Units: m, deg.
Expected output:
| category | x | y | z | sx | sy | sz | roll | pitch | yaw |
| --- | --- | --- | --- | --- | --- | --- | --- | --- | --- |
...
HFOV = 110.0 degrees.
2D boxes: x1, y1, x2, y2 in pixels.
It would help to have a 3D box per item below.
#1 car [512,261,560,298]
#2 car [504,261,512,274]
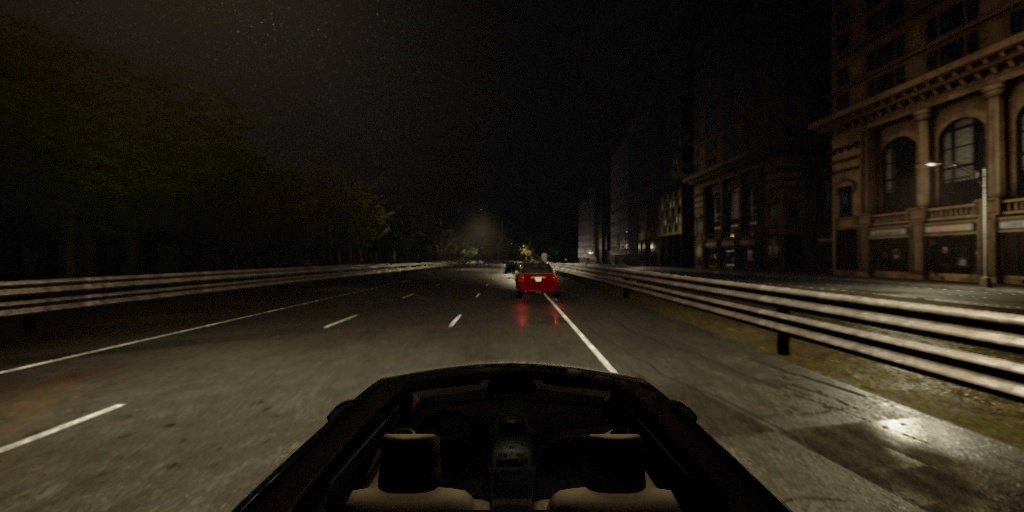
| category | x | y | z | sx | sy | sz | roll | pitch | yaw |
| --- | --- | --- | --- | --- | --- | --- | --- | --- | --- |
| car | 1.218 | 1.126 | 18.692 | 2.097 | 1.767 | 4.553 | 0 | 0 | 0 |
| car | 0.050 | 1.501 | 46.409 | 1.812 | 1.442 | 4.674 | 0 | 0 | 0 |
